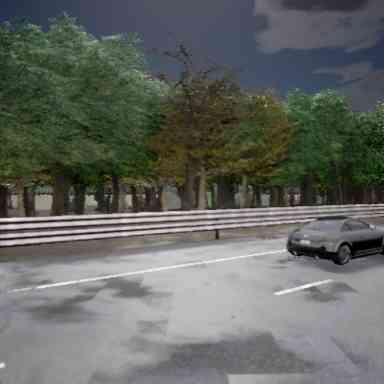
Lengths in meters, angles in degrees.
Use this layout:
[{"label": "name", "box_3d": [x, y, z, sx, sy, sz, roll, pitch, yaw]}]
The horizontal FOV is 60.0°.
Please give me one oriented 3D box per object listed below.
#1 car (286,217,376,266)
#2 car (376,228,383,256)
[{"label": "car", "box_3d": [5.253, 1.559, 11.647, 4.181, 1.385, 1.994, 0, 0, -34]}, {"label": "car", "box_3d": [6.854, 1.564, 8.489, 4.181, 1.385, 1.994, 0, 0, -34]}]
